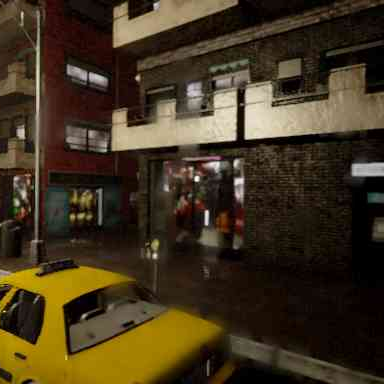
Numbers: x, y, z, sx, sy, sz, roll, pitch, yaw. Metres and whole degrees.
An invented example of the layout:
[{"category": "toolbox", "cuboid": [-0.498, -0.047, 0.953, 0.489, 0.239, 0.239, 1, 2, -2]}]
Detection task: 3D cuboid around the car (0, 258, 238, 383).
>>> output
[{"category": "car", "cuboid": [-1.826, 1.519, 4.162, 4.829, 1.417, 1.752, 0, 1, 35]}]
